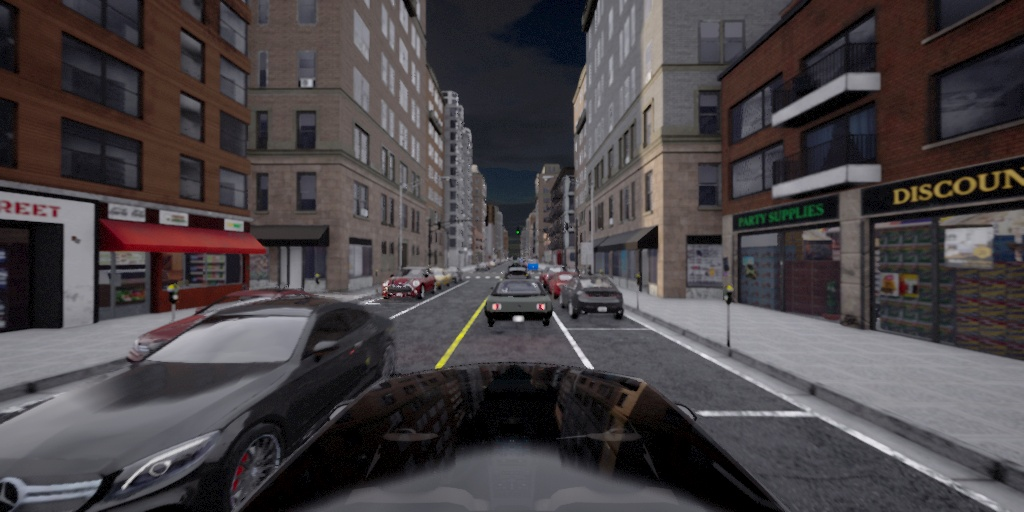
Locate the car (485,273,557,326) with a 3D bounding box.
[{"bbox_3d":[0.206,1.419,11.919,1.895,1.301,4.718,0,0,1],"label":"car"}]

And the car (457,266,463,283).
[{"bbox_3d":[-5.087,1.485,29.612,2.007,1.370,4.403,0,0,1],"label":"car"}]

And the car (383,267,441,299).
[{"bbox_3d":[-5.212,1.301,18.577,1.967,1.591,4.097,0,0,1],"label":"car"}]

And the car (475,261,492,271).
[{"bbox_3d":[-4.780,1.664,56.691,2.007,1.370,4.403,0,0,1],"label":"car"}]

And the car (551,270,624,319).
[{"bbox_3d":[2.750,1.376,12.975,2.007,1.370,4.403,0,0,1],"label":"car"}]

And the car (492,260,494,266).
[{"bbox_3d":[-4.716,1.697,62.372,1.888,1.381,4.507,0,0,1],"label":"car"}]

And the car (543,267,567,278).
[{"bbox_3d":[2.812,1.445,18.493,1.802,1.307,4.207,0,0,1],"label":"car"}]

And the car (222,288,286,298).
[{"bbox_3d":[-5.337,1.370,7.540,1.802,1.307,4.207,0,0,1],"label":"car"}]

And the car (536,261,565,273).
[{"bbox_3d":[2.875,1.339,24.012,1.967,1.591,4.097,0,0,1],"label":"car"}]

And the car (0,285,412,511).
[{"bbox_3d":[-2.835,1.292,4.318,1.812,1.442,4.674,0,0,1],"label":"car"}]

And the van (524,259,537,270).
[{"bbox_3d":[3.244,1.456,56.609,1.690,1.789,3.998,0,0,1],"label":"van"}]

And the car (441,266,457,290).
[{"bbox_3d":[-5.152,1.423,23.924,1.751,1.417,4.829,0,0,1],"label":"car"}]

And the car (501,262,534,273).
[{"bbox_3d":[0.356,1.413,25.447,1.837,1.490,4.892,0,0,0],"label":"car"}]
